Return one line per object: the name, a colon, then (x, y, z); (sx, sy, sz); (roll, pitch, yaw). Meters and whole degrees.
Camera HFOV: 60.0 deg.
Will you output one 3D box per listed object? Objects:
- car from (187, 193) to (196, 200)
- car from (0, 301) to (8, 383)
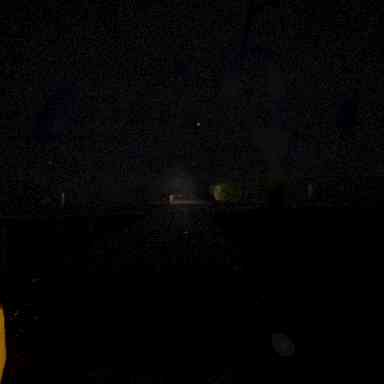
car: (-0.123, 1.238, 87.944); (1.837, 1.490, 4.892); (0, 1, 0)
car: (-2.849, 1.491, 1.406); (1.882, 1.535, 5.008); (0, -1, 0)
